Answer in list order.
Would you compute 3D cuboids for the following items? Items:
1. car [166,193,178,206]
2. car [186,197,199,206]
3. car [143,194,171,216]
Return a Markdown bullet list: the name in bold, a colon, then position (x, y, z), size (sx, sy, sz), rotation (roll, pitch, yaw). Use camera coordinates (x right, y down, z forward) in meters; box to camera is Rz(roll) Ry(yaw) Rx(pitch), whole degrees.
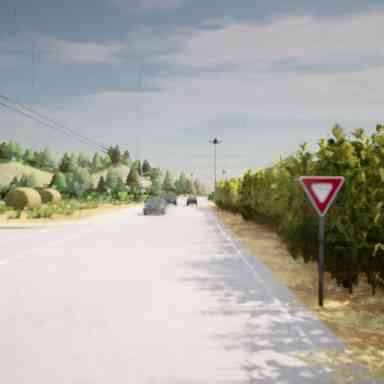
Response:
- **car**: position (-3.507, 1.243, 53.748), size (2.150, 2.045, 5.566), rotation (0, -1, 1)
- **car**: position (0.023, 1.524, 55.301), size (1.837, 1.490, 4.892), rotation (0, 0, 1)
- **car**: position (-3.591, 1.363, 32.955), size (2.097, 1.767, 4.553), rotation (0, 0, 0)
